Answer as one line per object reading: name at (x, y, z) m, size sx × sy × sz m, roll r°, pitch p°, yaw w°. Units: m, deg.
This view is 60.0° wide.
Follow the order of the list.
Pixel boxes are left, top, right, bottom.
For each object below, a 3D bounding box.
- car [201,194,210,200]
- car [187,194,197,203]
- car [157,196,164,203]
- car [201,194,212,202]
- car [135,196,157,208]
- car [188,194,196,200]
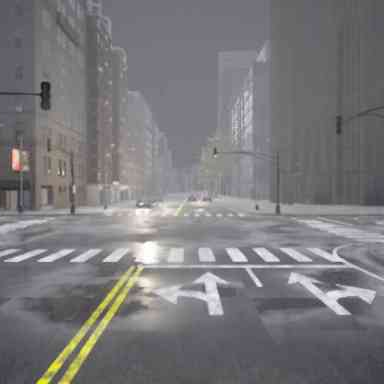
car at (3.235, 1.207, 80.094) m, size 1.882 × 1.535 × 5.008 m, roll 0°, pitch 0°, yaw 0°
car at (-0.013, 1.436, 69.673) m, size 2.128 × 1.511 × 4.902 m, roll 0°, pitch 0°, yaw 0°
car at (-6.512, 1.471, 65.016) m, size 2.033 × 1.411 × 5.357 m, roll 0°, pitch 0°, yaw 0°
car at (3.237, 1.435, 70.090) m, size 1.812 × 1.442 × 4.674 m, roll 0°, pitch 0°, yaw 0°
car at (-6.587, 1.440, 46.000) m, size 2.128 × 1.511 × 4.902 m, roll 0°, pitch 0°, yaw 0°
car at (-0.015, 1.229, 80.094) m, size 1.837 × 1.490 × 4.892 m, roll 0°, pitch 0°, yaw 0°
